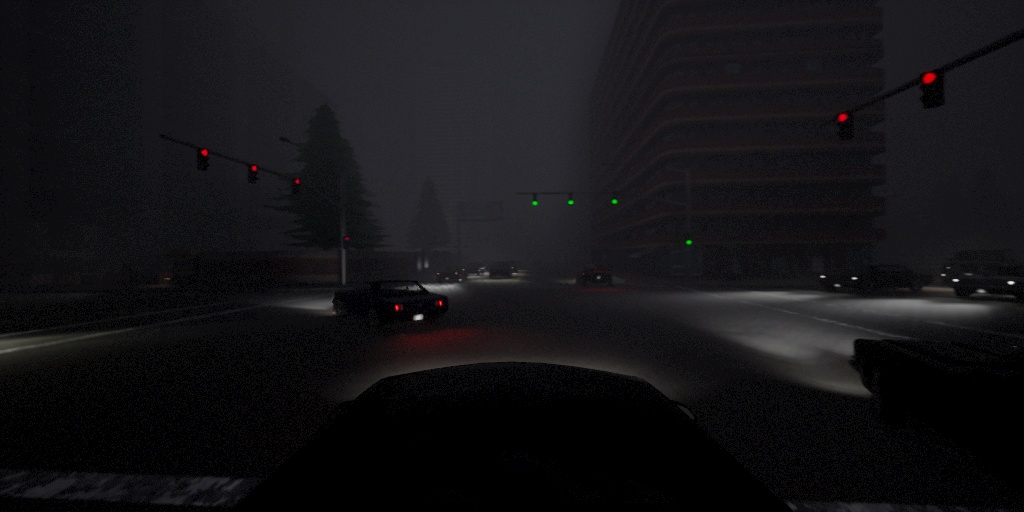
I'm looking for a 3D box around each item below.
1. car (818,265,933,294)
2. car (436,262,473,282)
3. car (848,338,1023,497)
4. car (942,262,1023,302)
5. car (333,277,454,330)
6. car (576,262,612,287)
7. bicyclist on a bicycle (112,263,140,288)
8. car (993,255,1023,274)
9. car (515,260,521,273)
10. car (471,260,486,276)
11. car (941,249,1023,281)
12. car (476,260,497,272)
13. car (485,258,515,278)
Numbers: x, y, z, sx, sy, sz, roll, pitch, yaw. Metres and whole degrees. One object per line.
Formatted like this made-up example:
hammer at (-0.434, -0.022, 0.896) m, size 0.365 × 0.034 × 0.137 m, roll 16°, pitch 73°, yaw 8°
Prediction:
car at (17.961, 1.099, 17.821) m, size 4.718 × 1.301 × 1.895 m, roll -1°, pitch 0°, yaw -10°
car at (-4.890, 1.436, 30.112) m, size 1.895 × 1.301 × 4.718 m, roll -1°, pitch 0°, yaw 4°
car at (4.603, 1.289, 2.450) m, size 1.895 × 1.301 × 4.718 m, roll -1°, pitch 0°, yaw 20°
car at (20.727, 1.063, 14.762) m, size 4.718 × 1.301 × 1.895 m, roll -1°, pitch 0°, yaw -14°
car at (-4.057, 1.396, 11.378) m, size 1.895 × 1.301 × 4.718 m, roll 0°, pitch 0°, yaw -43°
car at (5.385, 1.167, 23.997) m, size 1.882 × 1.535 × 5.008 m, roll -1°, pitch -1°, yaw 4°
bicyclist on a bicycle at (-26.159, 1.326, 24.322) m, size 0.582 × 1.620 × 1.656 m, roll -1°, pitch 0°, yaw 4°
car at (44.046, 0.707, 30.784) m, size 1.837 × 1.490 × 4.892 m, roll -1°, pitch 0°, yaw 34°
car at (-0.281, 1.299, 44.809) m, size 1.837 × 1.490 × 4.892 m, roll -1°, pitch 0°, yaw 4°
car at (-4.178, 1.383, 39.737) m, size 2.033 × 1.411 × 5.357 m, roll -1°, pitch 0°, yaw 4°
car at (27.255, 0.612, 20.752) m, size 5.566 × 2.045 × 2.150 m, roll -1°, pitch 0°, yaw -27°
car at (-3.412, 1.327, 49.515) m, size 2.128 × 1.511 × 4.902 m, roll -1°, pitch 0°, yaw 5°
car at (-1.040, 1.271, 34.739) m, size 1.882 × 1.535 × 5.008 m, roll -1°, pitch 0°, yaw 4°
